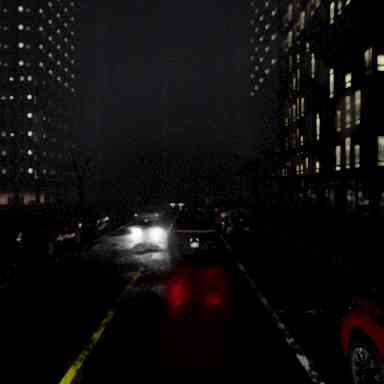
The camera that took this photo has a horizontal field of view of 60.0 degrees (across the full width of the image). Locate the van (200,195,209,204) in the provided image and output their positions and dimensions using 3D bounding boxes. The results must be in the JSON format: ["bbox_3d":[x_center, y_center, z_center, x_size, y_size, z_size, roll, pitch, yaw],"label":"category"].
[{"bbox_3d":[2.655,1.488,69.229,1.690,1.788,3.998,-1,0,0],"label":"van"}]

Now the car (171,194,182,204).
[{"bbox_3d":[-3.024,1.640,66.792,1.837,1.490,4.892,0,0,0],"label":"car"}]

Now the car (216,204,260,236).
[{"bbox_3d":[2.672,1.590,18.601,2.008,1.369,4.403,-1,0,0],"label":"car"}]

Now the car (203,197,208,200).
[{"bbox_3d":[2.667,1.653,41.102,1.947,1.339,4.313,-1,0,0],"label":"car"}]

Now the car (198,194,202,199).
[{"bbox_3d":[2.658,1.575,63.604,1.967,1.590,4.097,-1,0,0],"label":"car"}]

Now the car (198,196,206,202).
[{"bbox_3d":[2.655,1.726,86.105,1.887,1.381,4.507,-1,0,0],"label":"car"}]

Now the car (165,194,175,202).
[{"bbox_3d":[-5.730,1.496,86.103,2.192,1.841,5.009,-1,0,0],"label":"car"}]

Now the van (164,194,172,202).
[{"bbox_3d":[-5.728,1.511,80.477,1.690,1.788,3.998,-1,0,0],"label":"van"}]

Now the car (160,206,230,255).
[{"bbox_3d":[0.090,1.519,13.329,2.128,1.511,4.902,0,0,0],"label":"car"}]

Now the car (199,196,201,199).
[{"bbox_3d":[2.663,1.705,57.978,1.802,1.307,4.206,-1,0,0],"label":"car"}]

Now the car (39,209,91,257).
[{"bbox_3d":[-5.707,1.572,12.975,1.887,1.381,4.507,-1,0,0],"label":"car"}]

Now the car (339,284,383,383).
[{"bbox_3d":[2.672,1.319,1.726,2.192,1.841,5.009,-1,0,0],"label":"car"}]

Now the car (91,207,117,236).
[{"bbox_3d":[-5.708,1.621,18.599,1.802,1.307,4.206,-1,0,0],"label":"car"}]

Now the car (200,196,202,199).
[{"bbox_3d":[2.663,1.637,52.522,1.752,1.417,4.829,-1,0,0],"label":"car"}]

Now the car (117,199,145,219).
[{"bbox_3d":[-5.711,1.608,29.849,1.887,1.381,4.507,-1,0,0],"label":"car"}]

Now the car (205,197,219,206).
[{"bbox_3d":[2.668,1.601,35.647,1.752,1.417,4.829,-1,0,0],"label":"car"}]

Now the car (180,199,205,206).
[{"bbox_3d":[0.090,1.673,34.004,1.895,1.301,4.718,0,0,0],"label":"car"}]

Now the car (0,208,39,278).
[{"bbox_3d":[-5.710,1.330,7.350,2.192,1.841,5.009,-1,0,0],"label":"car"}]

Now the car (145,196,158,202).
[{"bbox_3d":[-5.716,1.527,41.100,1.967,1.590,4.097,-1,0,0],"label":"car"}]

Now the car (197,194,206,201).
[{"bbox_3d":[2.649,1.508,91.731,2.192,1.841,5.009,-1,0,0],"label":"car"}]

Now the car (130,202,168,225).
[{"bbox_3d":[-3.105,1.653,24.850,1.895,1.301,4.718,0,0,0],"label":"car"}]

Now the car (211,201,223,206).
[{"bbox_3d":[2.671,1.596,24.226,1.887,1.381,4.507,-1,0,0],"label":"car"}]

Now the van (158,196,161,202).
[{"bbox_3d":[-5.720,1.440,46.726,1.690,1.788,3.998,-1,0,0],"label":"van"}]

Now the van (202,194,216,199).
[{"bbox_3d":[2.661,1.441,46.728,1.690,1.788,3.998,-1,0,0],"label":"van"}]

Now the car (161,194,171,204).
[{"bbox_3d":[-5.719,1.685,63.601,2.008,1.369,4.403,-1,0,0],"label":"car"}]
